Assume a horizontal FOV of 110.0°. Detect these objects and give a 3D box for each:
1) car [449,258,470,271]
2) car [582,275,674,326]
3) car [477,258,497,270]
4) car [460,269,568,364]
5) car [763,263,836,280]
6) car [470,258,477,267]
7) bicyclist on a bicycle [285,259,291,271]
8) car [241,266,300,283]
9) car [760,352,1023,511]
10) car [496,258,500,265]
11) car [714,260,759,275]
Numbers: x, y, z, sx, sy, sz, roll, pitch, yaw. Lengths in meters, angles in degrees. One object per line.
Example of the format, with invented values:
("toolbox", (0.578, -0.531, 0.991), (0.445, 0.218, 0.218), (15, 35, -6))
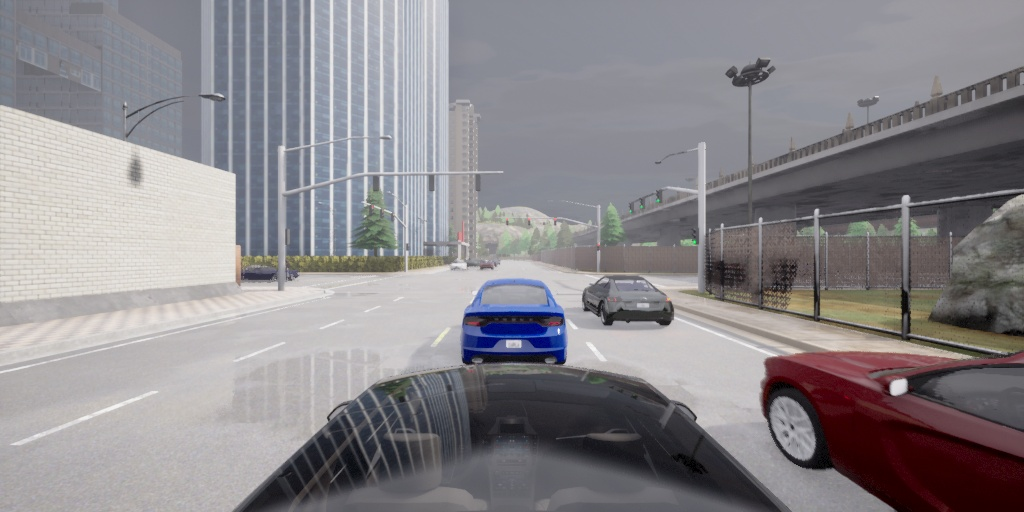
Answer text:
("car", (-7.092, 1.276, 47.858), (1.812, 1.442, 4.674), (0, 0, 0))
("car", (3.574, 1.314, 11.751), (1.994, 1.385, 4.181), (0, 0, 0))
("car", (-3.586, 1.351, 51.935), (1.895, 1.301, 4.718), (0, 0, 0))
("car", (0.053, 1.228, 8.090), (1.882, 1.535, 5.008), (0, 0, 1))
("car", (25.655, 1.353, 32.039), (5.357, 1.411, 2.033), (0, 0, 0))
("car", (-7.054, 1.101, 64.312), (2.097, 1.767, 4.553), (0, 0, 0))
("bicyclist on a bicycle", (-25.301, 1.106, 40.213), (0.582, 1.620, 1.656), (0, 0, 0))
("car", (-19.483, 1.406, 28.243), (4.718, 1.301, 1.895), (0, 0, 0))
("car", (3.601, 1.228, 1.827), (1.882, 1.535, 5.008), (0, 0, 0))
("car", (-3.565, 1.350, 62.931), (1.895, 1.301, 4.718), (0, 0, 0))
("car", (22.537, 1.157, 35.530), (4.553, 1.767, 2.097), (0, 0, 0))
